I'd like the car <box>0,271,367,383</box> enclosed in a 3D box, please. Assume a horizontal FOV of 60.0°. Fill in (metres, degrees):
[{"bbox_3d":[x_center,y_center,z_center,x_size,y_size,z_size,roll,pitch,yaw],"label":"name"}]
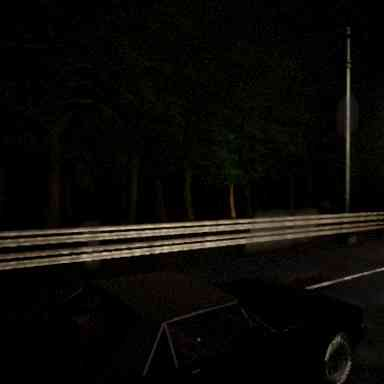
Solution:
[{"bbox_3d":[-0.074,1.622,3.697,4.718,1.301,1.895,1,0,-35],"label":"car"}]
